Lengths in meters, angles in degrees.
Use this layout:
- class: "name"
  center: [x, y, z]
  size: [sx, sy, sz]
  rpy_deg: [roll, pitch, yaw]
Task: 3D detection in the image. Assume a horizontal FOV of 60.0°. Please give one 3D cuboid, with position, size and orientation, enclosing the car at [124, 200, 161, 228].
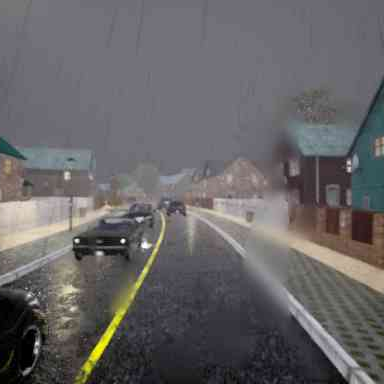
- class: "car"
  center: [-3.463, 1.548, 22.702]
  size: [2.128, 1.511, 4.902]
  rpy_deg: [1, 0, -4]

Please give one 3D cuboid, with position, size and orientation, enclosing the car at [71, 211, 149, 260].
- class: "car"
  center: [-2.952, 1.621, 12.590]
  size: [1.895, 1.301, 4.718]
  rpy_deg: [1, 0, -2]

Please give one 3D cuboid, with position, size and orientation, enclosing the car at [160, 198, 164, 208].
- class: "car"
  center: [-3.843, 1.576, 47.862]
  size: [2.097, 1.767, 4.553]
  rpy_deg: [1, 0, -9]

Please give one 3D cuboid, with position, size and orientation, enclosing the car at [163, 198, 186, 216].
- class: "car"
  center: [-1.693, 1.651, 34.315]
  size: [1.837, 1.490, 4.892]
  rpy_deg: [1, 0, -7]

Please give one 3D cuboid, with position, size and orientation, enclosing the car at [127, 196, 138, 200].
- class: "car"
  center: [-13.297, 1.729, 73.788]
  size: [1.837, 1.490, 4.892]
  rpy_deg: [1, -1, -17]

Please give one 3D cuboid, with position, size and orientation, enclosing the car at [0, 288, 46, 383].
- class: "car"
  center: [-2.904, 1.551, 2.647]
  size: [1.994, 1.385, 4.181]
  rpy_deg: [0, 0, 1]
